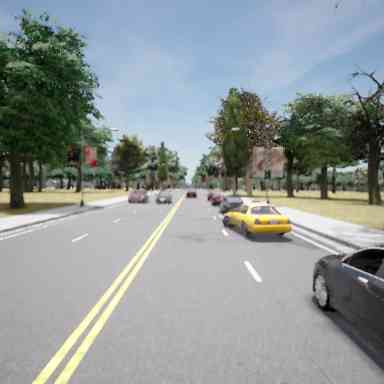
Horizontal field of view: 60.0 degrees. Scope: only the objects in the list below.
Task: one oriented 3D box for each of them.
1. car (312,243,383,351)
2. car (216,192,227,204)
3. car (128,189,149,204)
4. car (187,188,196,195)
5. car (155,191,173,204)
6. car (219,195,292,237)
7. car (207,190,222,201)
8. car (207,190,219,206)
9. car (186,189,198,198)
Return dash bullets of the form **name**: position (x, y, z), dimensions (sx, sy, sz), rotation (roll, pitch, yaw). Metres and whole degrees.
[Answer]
- **car**: position (3.244, 1.431, 4.584), dimensions (1.837, 1.490, 4.892), rotation (0, 1, 0)
- **car**: position (3.214, 1.033, 26.576), dimensions (1.812, 1.442, 4.674), rotation (0, 1, 0)
- **car**: position (-6.641, 0.516, 41.446), dimensions (2.097, 1.767, 4.553), rotation (0, 1, 0)
- **car**: position (-0.105, -0.108, 78.741), dimensions (2.033, 1.411, 5.357), rotation (0, 1, 0)
- **car**: position (-3.394, 0.673, 40.682), dimensions (2.128, 1.511, 4.902), rotation (0, 1, 0)
- **car**: position (2.987, 1.179, 16.252), dimensions (1.801, 1.575, 5.366), rotation (0, 1, -9)
- **car**: position (3.185, 0.481, 48.571), dimensions (1.882, 1.535, 5.008), rotation (0, 1, 0)
- **car**: position (3.200, 0.758, 37.603), dimensions (2.163, 1.488, 4.792), rotation (0, 1, 0)
- **car**: position (-0.076, 0.280, 57.739), dimensions (1.882, 1.535, 5.008), rotation (0, 1, 0)
